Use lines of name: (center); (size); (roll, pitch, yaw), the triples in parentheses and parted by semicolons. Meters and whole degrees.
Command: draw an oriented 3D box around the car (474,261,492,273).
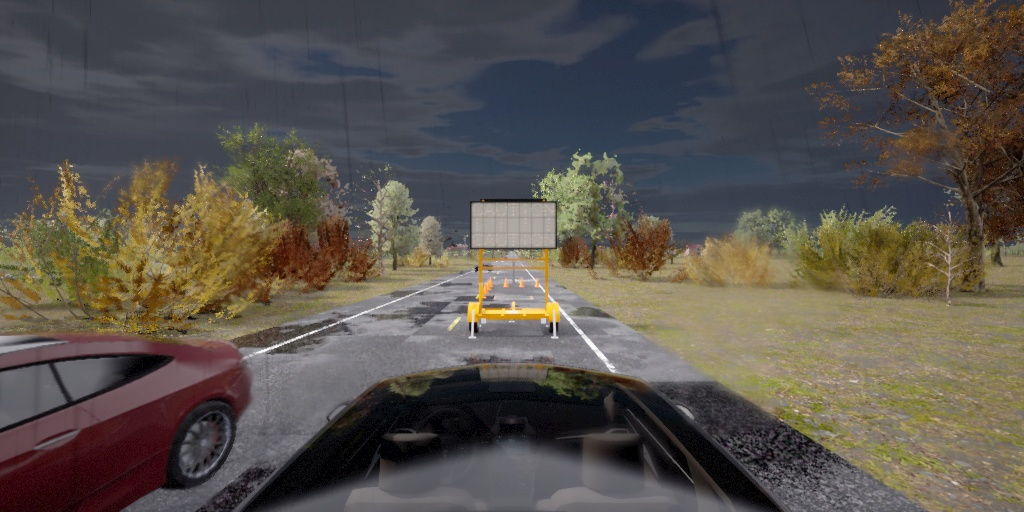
car: (-3.392, 1.304, 42.952); (1.895, 1.301, 4.718); (0, 0, 0)

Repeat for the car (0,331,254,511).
car: (-3.594, 1.276, 1.885); (1.812, 1.442, 4.674); (0, 0, 0)

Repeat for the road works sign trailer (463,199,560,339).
road works sign trailer: (0.045, 0.212, 10.072); (2.380, 3.560, 2.880); (0, 0, 0)
